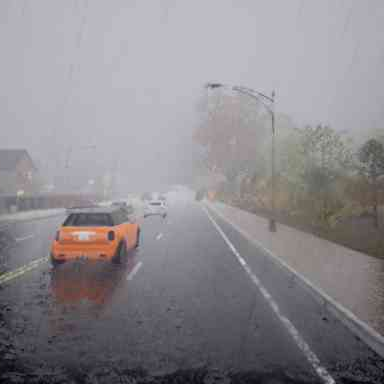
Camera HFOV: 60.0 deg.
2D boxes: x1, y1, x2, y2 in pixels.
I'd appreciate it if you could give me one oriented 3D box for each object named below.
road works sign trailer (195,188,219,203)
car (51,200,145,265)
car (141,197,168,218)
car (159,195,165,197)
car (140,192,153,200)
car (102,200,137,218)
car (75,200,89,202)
[{"bbox_3d":[2.063,0.298,55.636,3.560,2.380,2.880,-4,35,-47],"label":"road works sign trailer"},{"bbox_3d":[-3.150,1.341,11.811,2.097,1.767,4.553,0,0,0],"label":"car"},{"bbox_3d":[-3.154,1.495,29.938,1.812,1.442,4.674,0,0,0],"label":"car"},{"bbox_3d":[-6.504,1.424,71.519,1.994,1.385,4.181,0,0,0],"label":"car"},{"bbox_3d":[-9.754,1.097,71.488,2.150,2.045,5.566,0,0,0],"label":"car"},{"bbox_3d":[-6.599,1.515,30.781,2.033,1.411,5.357,0,0,0],"label":"car"},{"bbox_3d":[-9.846,1.461,30.187,2.128,1.511,4.902,0,0,0],"label":"car"}]
